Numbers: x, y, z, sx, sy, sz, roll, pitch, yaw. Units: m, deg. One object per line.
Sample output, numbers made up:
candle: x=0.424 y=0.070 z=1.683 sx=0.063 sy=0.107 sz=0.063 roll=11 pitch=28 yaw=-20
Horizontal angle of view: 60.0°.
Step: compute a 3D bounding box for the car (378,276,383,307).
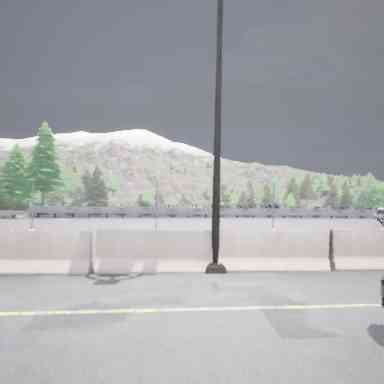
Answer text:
car: x=5.451 y=1.535 z=4.995 sx=4.902 sy=1.511 sz=2.128 roll=0 pitch=0 yaw=-5
